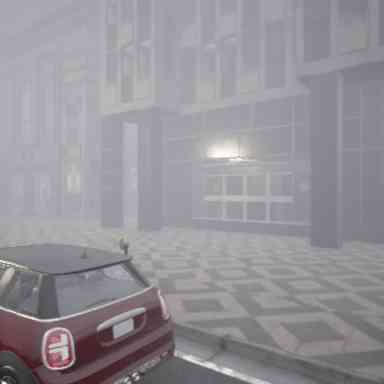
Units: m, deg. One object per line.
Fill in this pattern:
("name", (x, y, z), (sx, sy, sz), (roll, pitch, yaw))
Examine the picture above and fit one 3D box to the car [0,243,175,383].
("car", (-2.293, 1.446, 4.594), (4.097, 1.590, 1.967), (0, 0, 35))
